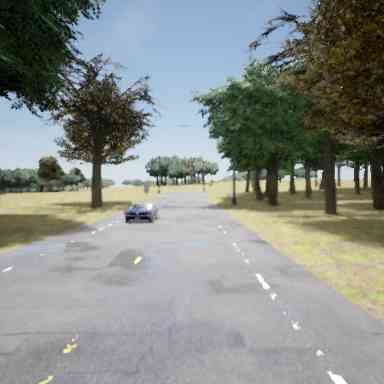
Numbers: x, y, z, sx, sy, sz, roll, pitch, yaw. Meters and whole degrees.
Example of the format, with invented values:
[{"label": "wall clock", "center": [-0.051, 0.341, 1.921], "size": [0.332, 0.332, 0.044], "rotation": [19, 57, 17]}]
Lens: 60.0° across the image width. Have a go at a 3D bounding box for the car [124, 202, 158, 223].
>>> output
[{"label": "car", "center": [-3.592, 1.450, 24.156], "size": [1.895, 1.301, 4.718], "rotation": [0, 1, 0]}]
